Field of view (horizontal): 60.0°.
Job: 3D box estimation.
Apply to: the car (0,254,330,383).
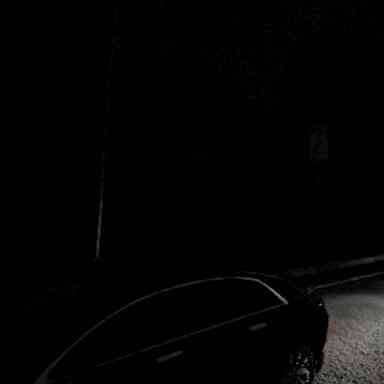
[{"bbox_3d":[-0.619,1.500,3.351,4.892,1.490,1.837,0,0,-34],"label":"car"}]
